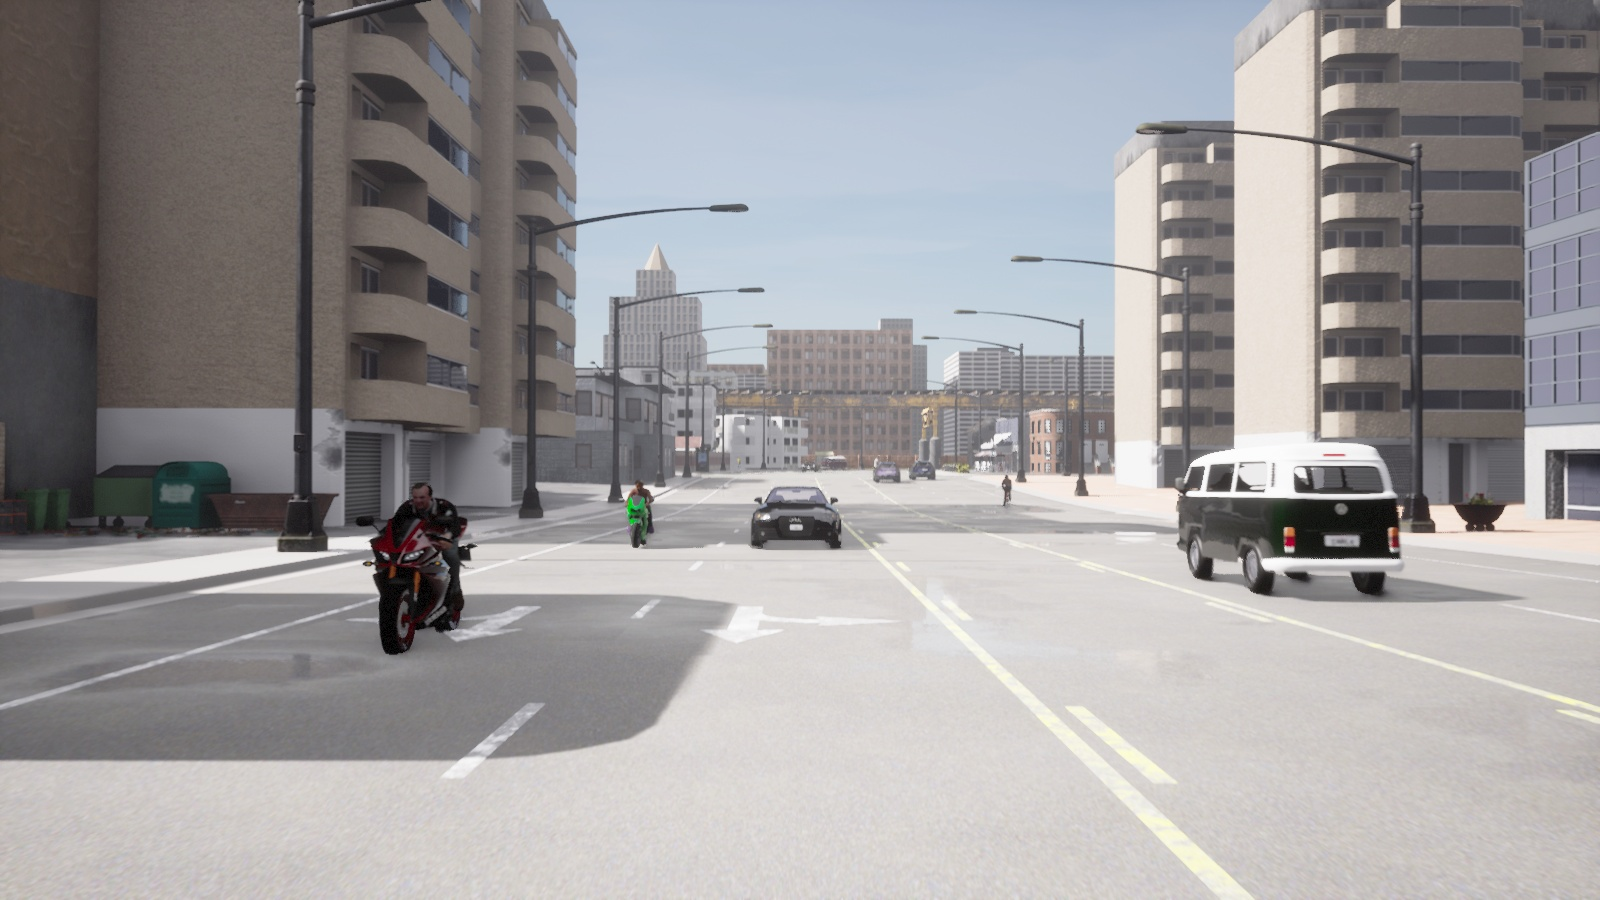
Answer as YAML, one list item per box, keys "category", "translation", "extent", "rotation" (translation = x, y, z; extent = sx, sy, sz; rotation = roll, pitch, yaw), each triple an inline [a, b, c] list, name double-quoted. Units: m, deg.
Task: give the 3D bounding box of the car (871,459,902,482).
- category: "car"
  translation: [6.745, 1.604, 98.035]
  extent: [2.033, 1.649, 4.856]
  rotation: [0, 1, 0]

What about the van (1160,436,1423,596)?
- category: "van"
  translation: [6.951, 0.896, 18.367]
  extent: [2.069, 2.038, 4.480]
  rotation: [0, -1, 0]

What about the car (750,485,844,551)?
- category: "car"
  translation: [-0.074, 1.511, 28.868]
  extent: [1.994, 1.385, 4.181]
  rotation: [0, -1, 0]

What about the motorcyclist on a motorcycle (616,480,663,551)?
- category: "motorcyclist on a motorcycle"
  translation: [-3.572, 1.427, 28.049]
  extent: [0.797, 1.523, 2.044]
  rotation: [0, -1, 0]

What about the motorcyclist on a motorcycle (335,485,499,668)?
- category: "motorcyclist on a motorcycle"
  translation: [-3.531, 1.109, 11.806]
  extent: [0.866, 1.530, 2.191]
  rotation: [-1, -1, 0]
